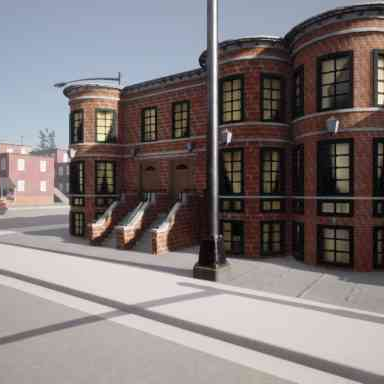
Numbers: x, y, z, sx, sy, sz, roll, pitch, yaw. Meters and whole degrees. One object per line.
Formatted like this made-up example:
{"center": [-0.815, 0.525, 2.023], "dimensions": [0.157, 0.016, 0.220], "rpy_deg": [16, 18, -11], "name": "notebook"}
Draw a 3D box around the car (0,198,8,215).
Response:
{"center": [-20.217, 1.352, 31.633], "dimensions": [2.097, 1.767, 4.553], "rpy_deg": [0, 0, 35], "name": "car"}
